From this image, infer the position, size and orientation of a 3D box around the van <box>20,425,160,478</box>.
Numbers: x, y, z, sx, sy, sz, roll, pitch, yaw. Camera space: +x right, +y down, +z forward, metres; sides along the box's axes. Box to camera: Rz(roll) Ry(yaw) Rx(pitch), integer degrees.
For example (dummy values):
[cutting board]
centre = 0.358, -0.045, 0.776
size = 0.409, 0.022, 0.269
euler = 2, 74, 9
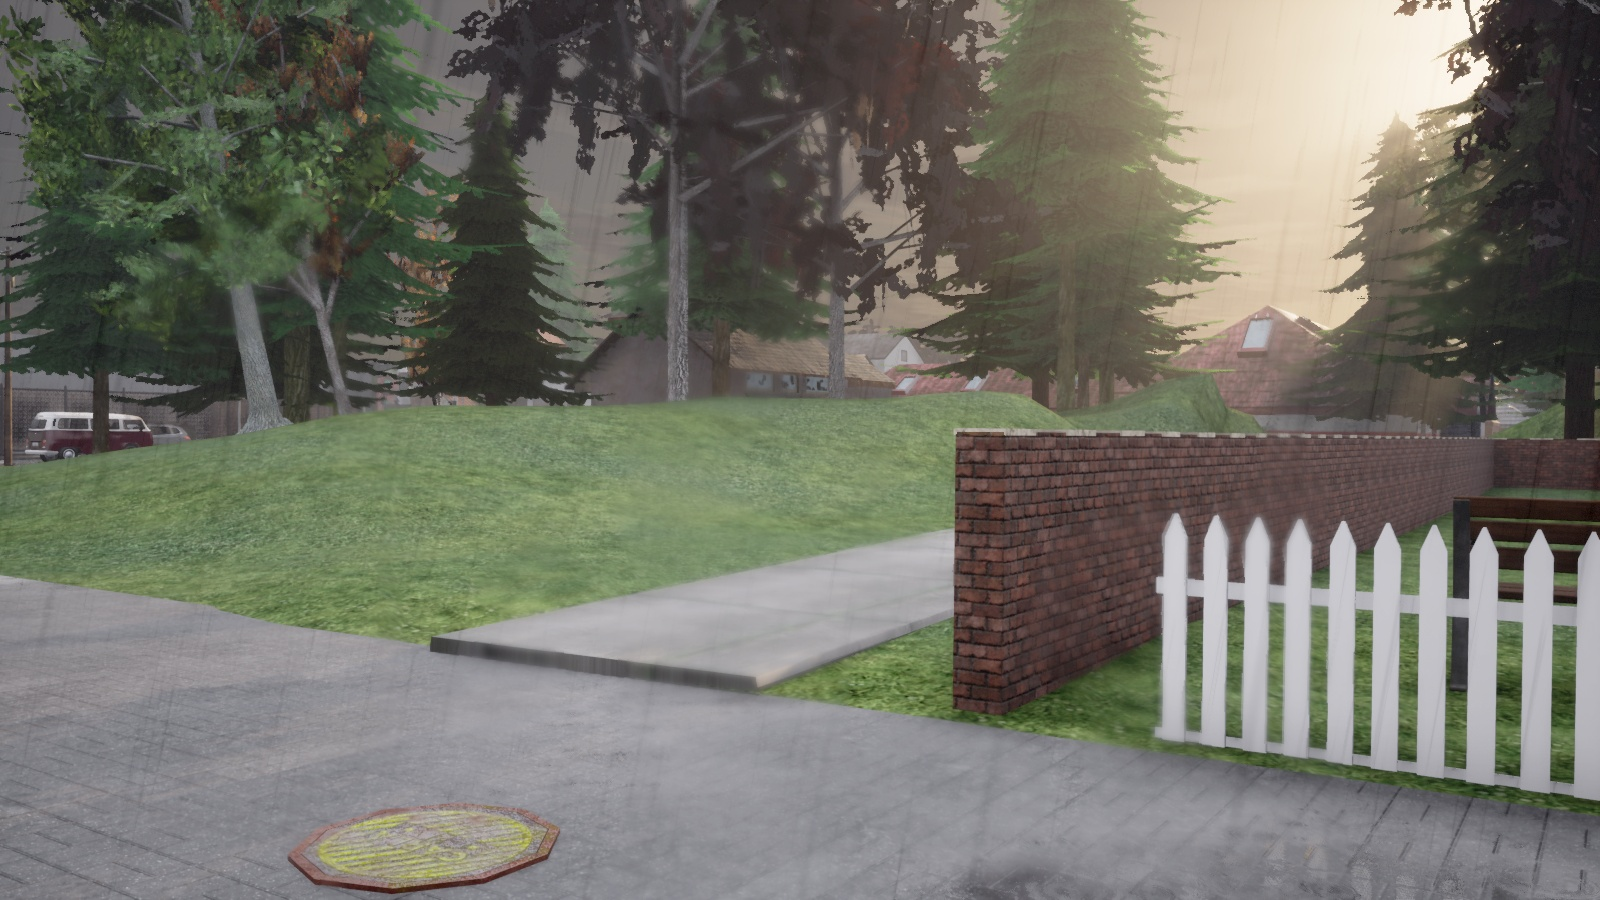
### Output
[van]
centre = -28.738, 0.020, 50.943
size = 2.069, 2.038, 4.480
euler = 0, 1, 34

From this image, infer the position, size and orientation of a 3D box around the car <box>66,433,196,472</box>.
[car]
centre = -29.956, 0.079, 56.337
size = 2.242, 1.667, 4.611
euler = 0, 1, 34
